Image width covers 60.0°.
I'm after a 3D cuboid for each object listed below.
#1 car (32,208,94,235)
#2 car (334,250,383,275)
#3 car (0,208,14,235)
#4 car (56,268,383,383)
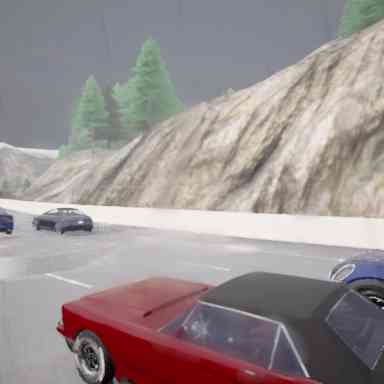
[{"bbox_3d":[-7.516,1.594,19.265,4.181,1.385,1.994,0,0,42],"label":"car"},{"bbox_3d":[4.529,1.368,5.157,4.553,1.767,2.097,0,0,35],"label":"car"},{"bbox_3d":[-11.422,1.501,18.071,5.008,1.535,1.882,0,0,42],"label":"car"},{"bbox_3d":[0.575,1.610,3.661,4.718,1.301,1.895,0,0,36],"label":"car"}]
